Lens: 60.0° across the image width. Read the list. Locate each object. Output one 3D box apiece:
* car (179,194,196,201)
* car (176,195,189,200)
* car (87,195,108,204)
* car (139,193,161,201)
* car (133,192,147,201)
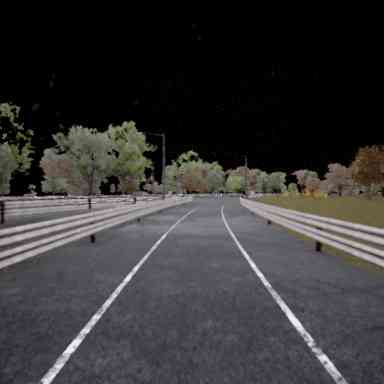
[{"bbox_3d":[-0.860,1.315,79.372,1.837,1.490,4.892,0,0,17],"label":"car"},{"bbox_3d":[-2.402,1.383,86.186,1.994,1.385,4.181,0,0,18],"label":"car"},{"bbox_3d":[-15.404,1.296,54.127,1.812,1.442,4.674,0,0,15],"label":"car"},{"bbox_3d":[-6.973,1.376,58.502,1.895,1.301,4.718,0,0,16],"label":"car"},{"bbox_3d":[-9.332,1.004,63.045,2.150,2.045,5.566,0,0,16],"label":"car"}]
